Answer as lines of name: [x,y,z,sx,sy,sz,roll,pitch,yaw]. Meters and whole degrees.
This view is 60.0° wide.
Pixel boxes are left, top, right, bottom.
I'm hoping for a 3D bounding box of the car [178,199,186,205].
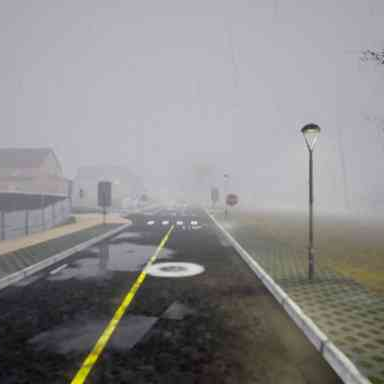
car: [-2.529,2.368,83.098,1.882,1.535,5.008,0,-1,0]
